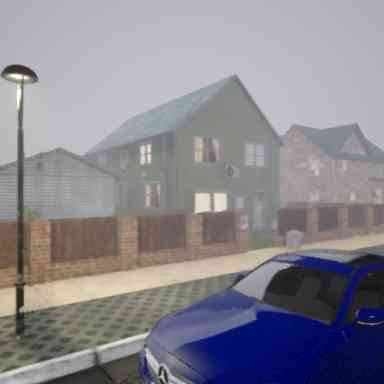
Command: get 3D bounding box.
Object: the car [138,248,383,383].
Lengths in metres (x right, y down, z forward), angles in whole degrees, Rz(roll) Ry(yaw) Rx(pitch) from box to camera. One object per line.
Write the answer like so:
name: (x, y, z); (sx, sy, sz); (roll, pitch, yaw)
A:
car: (1.619, 1.525, 4.225); (4.674, 1.442, 1.812); (0, 0, -36)
